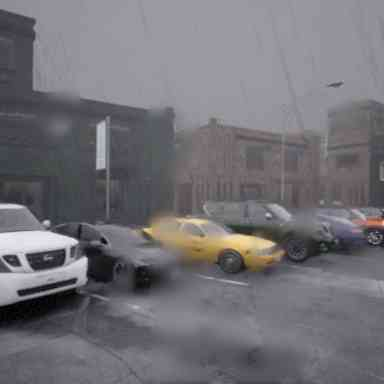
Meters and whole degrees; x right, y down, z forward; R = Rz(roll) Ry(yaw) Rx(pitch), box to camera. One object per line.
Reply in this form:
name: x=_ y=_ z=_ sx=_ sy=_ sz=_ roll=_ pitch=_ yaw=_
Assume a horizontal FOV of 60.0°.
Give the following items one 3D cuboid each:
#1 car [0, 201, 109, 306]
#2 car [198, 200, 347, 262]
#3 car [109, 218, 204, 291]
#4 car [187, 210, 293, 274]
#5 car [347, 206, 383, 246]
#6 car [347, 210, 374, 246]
car: x=-4.789 y=1.237 z=7.568 sx=5.566 sy=2.045 sz=2.435 roll=-1 pitch=-2 yaw=35
car: x=2.588 y=1.331 z=12.753 sx=5.566 sy=2.045 sz=2.435 roll=-1 pitch=-2 yaw=35
car: x=-2.330 y=1.549 z=9.284 sx=4.792 sy=1.488 sz=2.163 roll=-1 pitch=-2 yaw=35
car: x=0.258 y=1.546 z=10.920 sx=5.366 sy=1.575 sz=1.946 roll=-1 pitch=-1 yaw=35
car: x=7.453 y=1.524 z=16.217 sx=4.553 sy=1.767 sz=2.185 roll=-1 pitch=-2 yaw=35
car: x=5.020 y=1.656 z=14.466 sx=4.674 sy=1.452 sz=2.002 roll=-1 pitch=-1 yaw=35
